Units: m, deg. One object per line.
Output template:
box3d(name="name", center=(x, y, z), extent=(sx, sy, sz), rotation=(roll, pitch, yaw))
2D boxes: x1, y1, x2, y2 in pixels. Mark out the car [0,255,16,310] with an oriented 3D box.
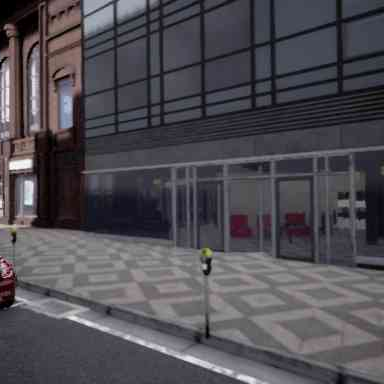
box3d(name="car", center=(-5.397, 1.491, 6.708), extent=(4.097, 1.590, 1.967), rotation=(0, -1, 36))
